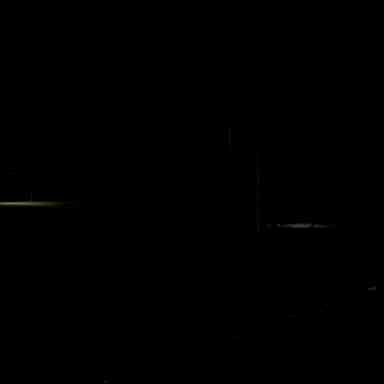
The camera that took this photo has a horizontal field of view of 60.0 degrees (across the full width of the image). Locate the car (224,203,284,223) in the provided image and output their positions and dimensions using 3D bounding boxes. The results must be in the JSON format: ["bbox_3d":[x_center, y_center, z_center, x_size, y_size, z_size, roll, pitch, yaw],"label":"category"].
[{"bbox_3d":[4.705,1.500,25.594,1.882,1.535,5.008,0,0,-40],"label":"car"}]
